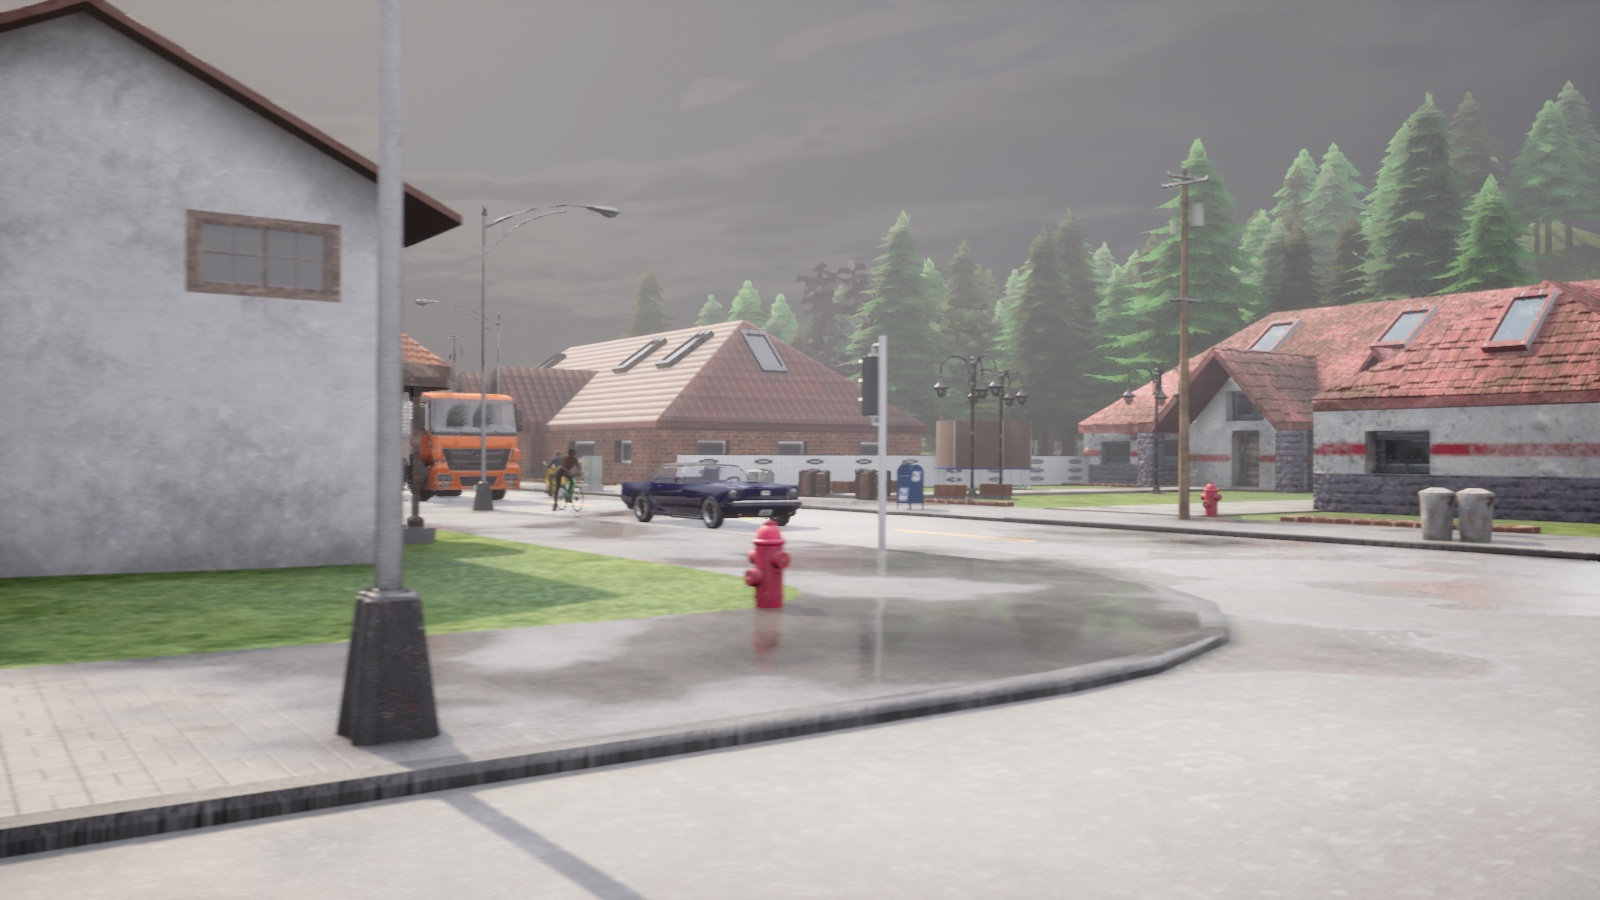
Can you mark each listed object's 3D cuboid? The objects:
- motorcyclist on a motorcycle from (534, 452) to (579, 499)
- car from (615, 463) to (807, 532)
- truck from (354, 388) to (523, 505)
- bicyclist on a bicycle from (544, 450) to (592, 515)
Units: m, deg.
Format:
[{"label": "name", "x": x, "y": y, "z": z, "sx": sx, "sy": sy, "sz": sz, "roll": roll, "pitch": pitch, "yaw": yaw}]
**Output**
[{"label": "motorcyclist on a motorcycle", "x": -8.315, "y": 0.853, "z": 42.807, "sx": 0.866, "sy": 1.590, "sz": 1.817, "roll": 0, "pitch": 0, "yaw": -35}, {"label": "car", "x": -1.997, "y": 0.940, "z": 26.734, "sx": 1.895, "sy": 1.301, "sz": 4.718, "roll": 0, "pitch": 0, "yaw": -35}, {"label": "truck", "x": -11.991, "y": -0.085, "z": 41.090, "sx": 2.891, "sy": 3.462, "sz": 7.936, "roll": 0, "pitch": 0, "yaw": -35}, {"label": "bicyclist on a bicycle", "x": -6.000, "y": 0.815, "z": 32.484, "sx": 0.582, "sy": 1.620, "sz": 1.656, "roll": 0, "pitch": 0, "yaw": -35}]
